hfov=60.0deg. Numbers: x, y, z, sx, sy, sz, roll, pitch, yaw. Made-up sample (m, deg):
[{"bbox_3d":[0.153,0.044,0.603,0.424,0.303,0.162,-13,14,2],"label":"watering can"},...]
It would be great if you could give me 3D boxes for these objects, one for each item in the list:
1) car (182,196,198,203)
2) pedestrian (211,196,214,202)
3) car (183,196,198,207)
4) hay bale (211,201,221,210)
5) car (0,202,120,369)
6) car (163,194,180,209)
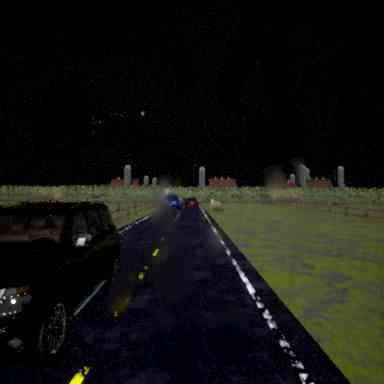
[{"bbox_3d":[-0.456,1.583,70.972,1.895,1.301,4.718,0,0,-20],"label":"car"},{"bbox_3d":[2.823,1.419,44.827,0.375,1.860,0.375,1,-1,-3],"label":"pedestrian"},{"bbox_3d":[0.001,1.609,52.420,1.882,1.535,5.008,0,0,0],"label":"car"},{"bbox_3d":[3.114,1.768,43.717,1.220,1.180,1.240,-1,-1,0],"label":"hay bale"},{"bbox_3d":[-2.850,1.240,6.190,2.150,2.045,5.566,0,0,0],"label":"car"},{"bbox_3d":[-2.835,1.342,46.802,2.150,2.045,5.566,0,0,0],"label":"car"}]
